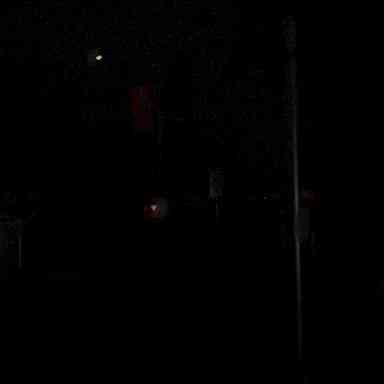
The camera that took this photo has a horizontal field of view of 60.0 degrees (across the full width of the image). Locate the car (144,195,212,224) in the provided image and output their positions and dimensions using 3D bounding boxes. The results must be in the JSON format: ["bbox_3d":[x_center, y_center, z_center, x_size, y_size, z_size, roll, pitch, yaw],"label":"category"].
[{"bbox_3d":[-1.002,1.007,21.611,2.097,1.767,4.553,-2,0,35],"label":"car"}]

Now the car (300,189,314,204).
[{"bbox_3d":[14.758,0.729,43.775,1.882,1.535,5.008,-2,0,36],"label":"car"}]

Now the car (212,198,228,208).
[{"bbox_3d":[2.051,1.152,37.416,2.033,1.411,5.357,-2,0,36],"label":"car"}]

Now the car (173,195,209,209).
[{"bbox_3d":[-0.053,1.167,40.057,1.837,1.490,4.892,-2,0,36],"label":"car"}]

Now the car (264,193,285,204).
[{"bbox_3d":[11.188,0.877,44.377,1.812,1.442,4.674,-2,0,36],"label":"car"}]
